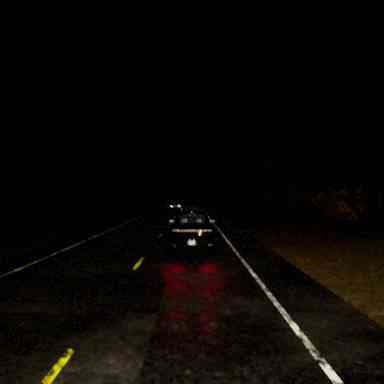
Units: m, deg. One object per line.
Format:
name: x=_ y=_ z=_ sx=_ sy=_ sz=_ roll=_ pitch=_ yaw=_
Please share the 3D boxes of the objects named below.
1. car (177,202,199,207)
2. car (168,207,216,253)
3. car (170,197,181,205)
car: x=-0.008 y=1.806 z=28.987 sx=2.033 sy=1.411 sz=5.357 roll=0 pitch=0 yaw=0
car: x=0.000 y=1.625 z=14.300 sx=2.128 sy=1.511 sz=4.902 roll=0 pitch=0 yaw=0
car: x=-3.522 y=1.926 z=71.016 sx=2.097 sy=1.767 sz=4.553 roll=0 pitch=0 yaw=0
